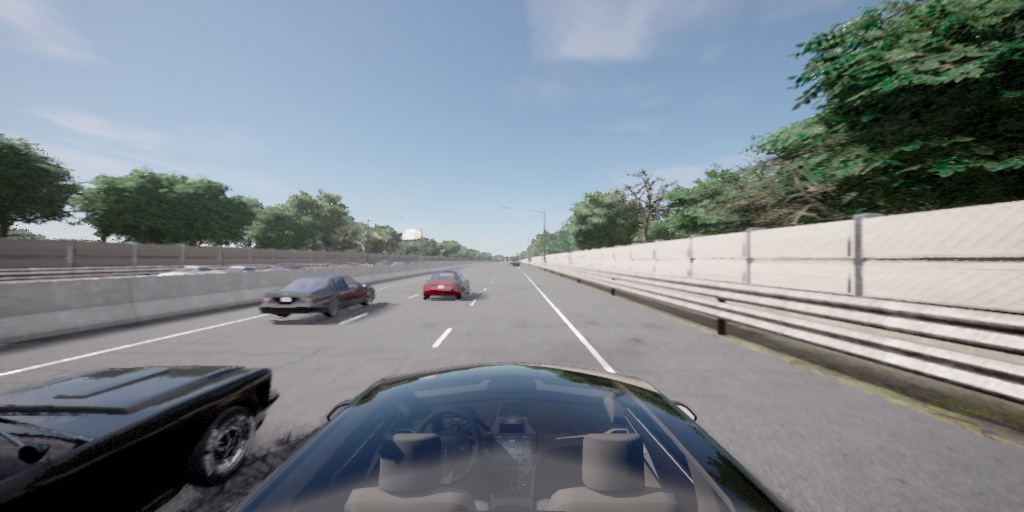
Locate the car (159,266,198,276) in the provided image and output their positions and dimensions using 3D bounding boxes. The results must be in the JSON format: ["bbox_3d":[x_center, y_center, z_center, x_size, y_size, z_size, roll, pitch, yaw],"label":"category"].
[{"bbox_3d":[-24.607,1.498,27.669,1.812,1.442,4.674,0,0,0],"label":"car"}]

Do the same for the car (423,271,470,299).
[{"bbox_3d":[-3.411,1.467,19.244,1.994,1.385,4.181,0,0,0],"label":"car"}]

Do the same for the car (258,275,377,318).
[{"bbox_3d":[-6.907,1.400,13.470,2.033,1.411,5.357,0,0,0],"label":"car"}]

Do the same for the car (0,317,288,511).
[{"bbox_3d":[-3.399,1.350,1.671,1.895,1.301,4.718,0,-1,0],"label":"car"}]

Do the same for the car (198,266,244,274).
[{"bbox_3d":[-21.108,1.499,27.682,1.812,1.442,4.674,0,0,0],"label":"car"}]

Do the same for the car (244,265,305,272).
[{"bbox_3d":[-17.609,1.465,27.665,2.128,1.511,4.902,0,0,0],"label":"car"}]
